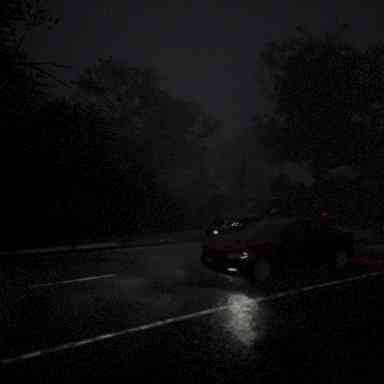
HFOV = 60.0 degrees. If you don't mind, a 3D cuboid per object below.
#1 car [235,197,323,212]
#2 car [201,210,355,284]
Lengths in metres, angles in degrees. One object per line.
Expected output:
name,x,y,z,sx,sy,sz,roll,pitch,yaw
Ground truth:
car,3.311,1.225,14.211,5.566,2.045,2.150,1,0,-30
car,2.600,1.469,9.689,5.008,1.535,1.882,0,0,-31
